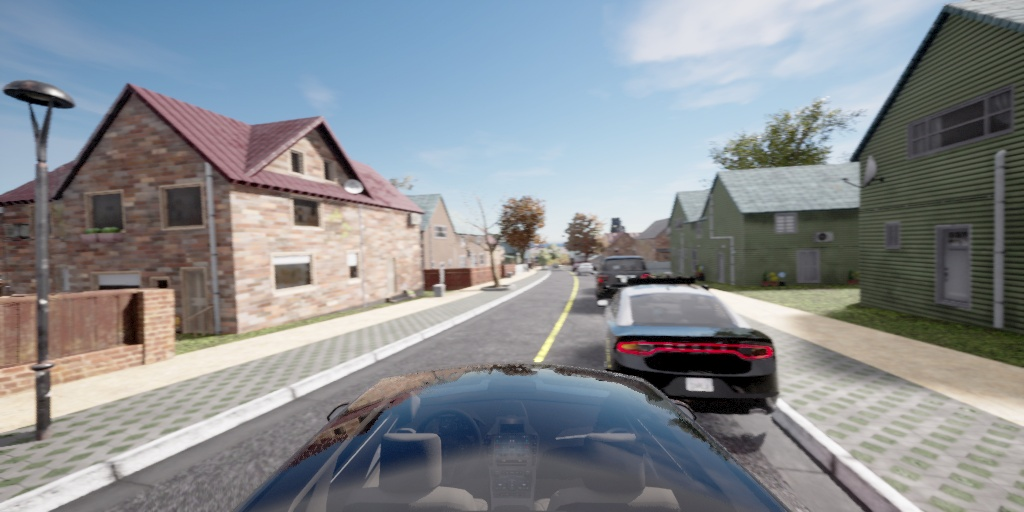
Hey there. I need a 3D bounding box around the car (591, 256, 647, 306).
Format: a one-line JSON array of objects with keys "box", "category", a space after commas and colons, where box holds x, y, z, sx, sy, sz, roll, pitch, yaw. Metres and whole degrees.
[{"box": [4.823, 1.028, 16.021, 2.150, 2.045, 5.566, -2, -1, 12], "category": "car"}]

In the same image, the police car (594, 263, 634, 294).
[{"box": [6.084, 1.283, 22.010, 1.930, 1.638, 5.238, -2, -1, 11], "category": "police car"}]

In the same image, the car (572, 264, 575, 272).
[{"box": [10.888, 1.865, 58.826, 1.812, 1.442, 4.674, -2, -1, 6], "category": "car"}]

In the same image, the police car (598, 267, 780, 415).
[{"box": [2.581, 1.163, 6.290, 1.930, 1.638, 5.238, -2, -1, 14], "category": "police car"}]

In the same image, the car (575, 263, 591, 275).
[{"box": [9.230, 1.660, 45.109, 1.812, 1.442, 4.674, -2, -1, 8], "category": "car"}]
